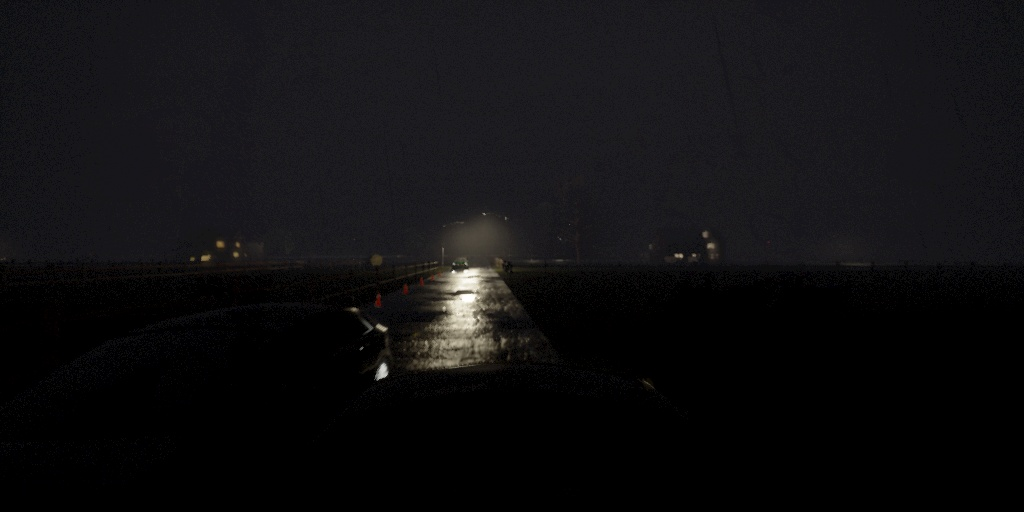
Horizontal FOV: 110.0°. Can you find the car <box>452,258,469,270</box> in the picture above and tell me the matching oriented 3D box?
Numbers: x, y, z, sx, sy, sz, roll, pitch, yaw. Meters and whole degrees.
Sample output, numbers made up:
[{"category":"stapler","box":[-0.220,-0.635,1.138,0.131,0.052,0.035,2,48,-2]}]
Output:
[{"category":"car","box":[-7.017,1.011,49.396,2.097,1.767,4.553,-1,0,-4]}]

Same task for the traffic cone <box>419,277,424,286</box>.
[{"category":"traffic cone","box":[-6.142,1.699,24.362,0.340,0.580,0.340,0,0,-5]}]

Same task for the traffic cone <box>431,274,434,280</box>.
[{"category":"traffic cone","box":[-6.534,1.684,29.347,0.340,0.580,0.340,0,0,-5]}]

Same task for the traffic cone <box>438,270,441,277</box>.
[{"category":"traffic cone","box":[-6.925,1.669,34.332,0.340,0.580,0.340,0,0,-5]}]

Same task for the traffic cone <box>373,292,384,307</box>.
[{"category":"traffic cone","box":[-5.357,1.729,14.392,0.340,0.580,0.340,0,0,-5]}]

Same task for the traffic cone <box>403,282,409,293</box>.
[{"category":"traffic cone","box":[-5.748,1.714,19.377,0.340,0.580,0.340,0,0,-5]}]

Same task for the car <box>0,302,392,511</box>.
[{"category":"car","box":[-2.533,1.279,3.211,1.837,1.490,4.892,0,0,-2]}]
